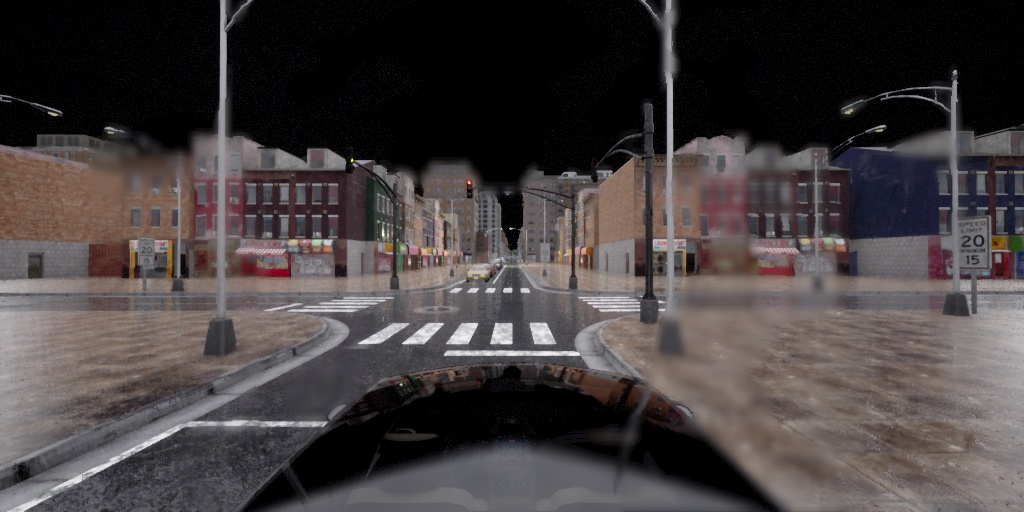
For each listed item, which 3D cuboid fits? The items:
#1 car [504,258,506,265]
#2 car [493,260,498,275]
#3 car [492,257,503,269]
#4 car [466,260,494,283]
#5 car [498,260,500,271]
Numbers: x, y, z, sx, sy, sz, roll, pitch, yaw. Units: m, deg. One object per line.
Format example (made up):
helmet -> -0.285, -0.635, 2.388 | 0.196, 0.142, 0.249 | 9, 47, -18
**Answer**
car -> -2.637, 1.154, 62.476 | 2.192, 1.841, 5.009 | 0, 0, 0
car -> -2.636, 1.320, 34.450 | 1.888, 1.381, 4.507 | 0, 0, 0
car -> -2.636, 1.250, 51.265 | 1.967, 1.591, 4.097 | 0, 0, 0
car -> -2.636, 1.292, 28.675 | 1.751, 1.417, 4.829 | 0, 0, 0
car -> -2.636, 1.367, 40.055 | 1.802, 1.307, 4.207 | 0, 0, 0
